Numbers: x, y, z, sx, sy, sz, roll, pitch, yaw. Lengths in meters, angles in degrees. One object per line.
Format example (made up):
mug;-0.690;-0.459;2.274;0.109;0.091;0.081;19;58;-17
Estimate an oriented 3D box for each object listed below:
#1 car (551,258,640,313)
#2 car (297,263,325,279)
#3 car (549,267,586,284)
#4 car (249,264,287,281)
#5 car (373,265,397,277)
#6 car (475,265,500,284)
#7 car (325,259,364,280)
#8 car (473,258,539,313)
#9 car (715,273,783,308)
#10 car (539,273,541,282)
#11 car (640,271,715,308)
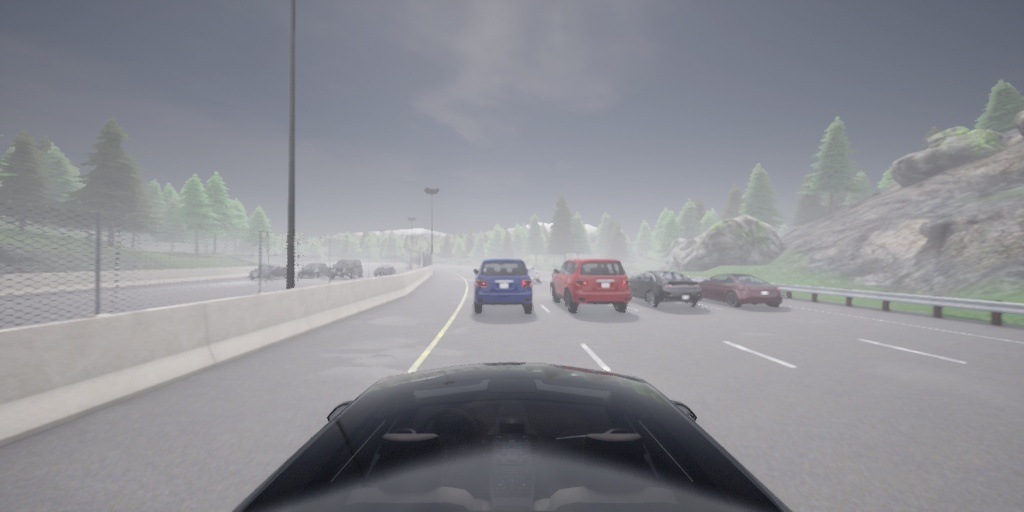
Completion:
car;3.072;1.119;15.068;2.150;2.045;5.566;0;0;-4
car;-21.232;1.503;38.645;2.097;1.767;4.553;0;-1;-10
car;4.818;1.676;31.751;1.895;1.301;4.718;0;-1;-8
car;-24.176;1.609;35.919;2.128;1.511;4.902;0;0;-7
car;-14.769;1.748;41.964;1.994;1.385;4.181;0;0;-7
car;-2.219;1.597;31.439;1.812;1.442;4.674;0;0;-8
car;-17.154;1.357;37.437;2.150;2.045;5.566;1;-1;-9
car;-0.422;1.117;14.860;2.150;2.045;5.566;0;0;-3
car;9.991;1.473;16.364;1.994;1.385;4.181;0;-1;-4
car;1.246;1.602;31.922;1.812;1.442;4.674;0;0;-8
car;6.499;1.399;16.175;2.128;1.511;4.902;0;0;-4
